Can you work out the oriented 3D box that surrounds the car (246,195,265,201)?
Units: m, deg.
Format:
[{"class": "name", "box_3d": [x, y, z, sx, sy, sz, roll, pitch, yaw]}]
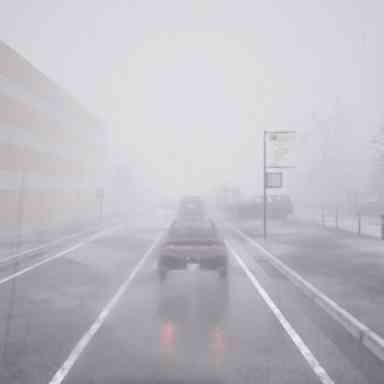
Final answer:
[{"class": "car", "box_3d": [17.657, 1.635, 92.093, 4.792, 1.488, 2.163, 0, 1, -1]}]

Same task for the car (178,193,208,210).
[{"class": "car", "box_3d": [-0.039, 1.363, 29.405, 2.150, 2.045, 5.566, 0, 0, 0]}]

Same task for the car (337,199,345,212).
[{"class": "car", "box_3d": [18.688, 1.578, 35.484, 4.892, 1.521, 2.231, 0, 0, -1]}]

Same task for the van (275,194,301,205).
[{"class": "van", "box_3d": [18.294, 1.456, 63.716, 4.442, 1.987, 1.878, 0, 0, -1]}]

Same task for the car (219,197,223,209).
[{"class": "car", "box_3d": [6.010, 1.641, 40.828, 4.674, 1.452, 2.002, 0, 0, -1]}]

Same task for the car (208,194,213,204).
[{"class": "car", "box_3d": [5.528, 1.659, 57.776, 5.366, 1.575, 1.946, 0, 0, -1]}]

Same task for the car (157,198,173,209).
[{"class": "car", "box_3d": [-3.603, 1.503, 45.479, 1.994, 1.385, 4.181, 0, 0, 0]}]

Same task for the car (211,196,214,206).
[{"class": "car", "box_3d": [5.810, 1.682, 52.129, 4.674, 1.452, 2.002, 0, 0, -1]}]

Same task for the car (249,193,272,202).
[{"class": "car", "box_3d": [17.757, 1.433, 86.443, 5.566, 2.045, 2.435, 0, 1, -1]}]

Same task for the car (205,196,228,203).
[{"class": "car", "box_3d": [5.409, 1.723, 74.731, 5.008, 1.535, 2.097, 0, 0, -1]}]

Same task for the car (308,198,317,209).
[{"class": "car", "box_3d": [18.522, 1.610, 43.954, 5.008, 1.535, 2.097, 0, 0, -1]}]

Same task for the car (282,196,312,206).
[{"class": "car", "box_3d": [18.307, 1.536, 58.195, 4.553, 1.767, 2.185, 0, 0, -1]}]

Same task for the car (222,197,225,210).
[{"class": "car", "box_3d": [6.106, 1.578, 35.178, 5.008, 1.535, 2.097, 0, 0, -1]}]

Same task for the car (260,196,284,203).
[{"class": "car", "box_3d": [18.014, 1.752, 75.007, 4.792, 1.488, 2.163, 0, 0, -1]}]

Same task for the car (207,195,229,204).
[{"class": "car", "box_3d": [5.495, 1.588, 71.907, 4.553, 1.767, 2.185, 0, 0, -1]}]

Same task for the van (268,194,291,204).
[{"class": "van", "box_3d": [18.198, 1.477, 69.366, 4.442, 1.987, 1.878, 0, 0, -1]}]

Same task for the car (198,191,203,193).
[{"class": "car", "box_3d": [5.086, 1.357, 91.699, 5.566, 2.045, 2.435, 0, 1, -1]}]

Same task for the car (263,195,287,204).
[{"class": "car", "box_3d": [17.998, 1.587, 72.309, 4.553, 1.767, 2.185, 0, 0, -1]}]

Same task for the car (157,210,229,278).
[{"class": "car", "box_3d": [0.038, 1.549, 10.261, 2.128, 1.511, 4.902, 0, 0, 0]}]

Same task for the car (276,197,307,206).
[{"class": "car", "box_3d": [18.231, 1.672, 61.017, 5.008, 1.535, 2.097, 0, 0, -1]}]

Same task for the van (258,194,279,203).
[{"class": "van", "box_3d": [17.815, 1.507, 77.832, 4.442, 1.987, 1.878, 0, 0, -1]}]

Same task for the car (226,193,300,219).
[{"class": "car", "box_3d": [6.183, 1.299, 29.527, 5.566, 2.045, 2.435, 0, 0, -1]}]

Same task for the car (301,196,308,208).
[{"class": "car", "box_3d": [18.473, 1.621, 46.777, 5.008, 1.535, 2.097, 0, 0, -1]}]

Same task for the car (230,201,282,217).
[{"class": "car", "box_3d": [6.159, 1.604, 32.351, 4.674, 1.452, 2.002, 0, 0, -1]}]

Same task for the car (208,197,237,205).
[{"class": "car", "box_3d": [5.799, 1.679, 63.433, 5.366, 1.575, 1.946, 0, 0, -1]}]

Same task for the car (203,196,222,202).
[{"class": "car", "box_3d": [5.217, 1.728, 86.054, 4.674, 1.452, 2.002, 0, 1, -1]}]

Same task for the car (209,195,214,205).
[{"class": "car", "box_3d": [5.948, 1.649, 54.957, 5.366, 1.575, 1.946, 0, 0, -1]}]

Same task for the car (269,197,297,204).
[{"class": "car", "box_3d": [18.136, 1.693, 66.539, 4.892, 1.521, 2.231, 0, 0, -1]}]

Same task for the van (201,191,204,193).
[{"class": "van", "box_3d": [5.281, 1.422, 88.877, 4.442, 1.987, 1.878, 0, 1, -1]}]

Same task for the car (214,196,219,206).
[{"class": "car", "box_3d": [5.883, 1.651, 46.478, 4.792, 1.488, 2.163, 0, 0, -1]}]

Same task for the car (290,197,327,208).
[{"class": "car", "box_3d": [18.380, 1.641, 52.548, 5.008, 1.535, 2.097, 0, 0, -1]}]

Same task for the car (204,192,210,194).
[{"class": "car", "box_3d": [5.592, 1.441, 66.257, 5.566, 2.045, 2.435, 0, 0, -1]}]

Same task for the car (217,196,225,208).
[{"class": "car", "box_3d": [5.965, 1.651, 43.653, 4.674, 1.452, 2.002, 0, 0, -1]}]

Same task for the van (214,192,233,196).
[{"class": "van", "box_3d": [5.979, 1.406, 49.307, 4.442, 1.987, 1.878, 0, 0, -1]}]

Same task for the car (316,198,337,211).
[{"class": "car", "box_3d": [18.573, 1.601, 41.130, 4.892, 1.521, 2.231, 0, 0, -1]}]

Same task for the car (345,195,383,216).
[{"class": "car", "box_3d": [18.701, 1.313, 32.785, 5.566, 2.045, 2.435, 0, 0, -1]}]

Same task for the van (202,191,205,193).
[{"class": "van", "box_3d": [5.378, 1.496, 83.348, 4.442, 1.987, 1.878, 0, 1, -1]}]

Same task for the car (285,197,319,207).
[{"class": "car", "box_3d": [18.321, 1.652, 55.371, 5.008, 1.535, 2.097, 0, 0, -1]}]

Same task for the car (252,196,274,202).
[{"class": "car", "box_3d": [17.829, 1.721, 83.613, 5.008, 1.535, 2.097, 0, 1, -1]}]
